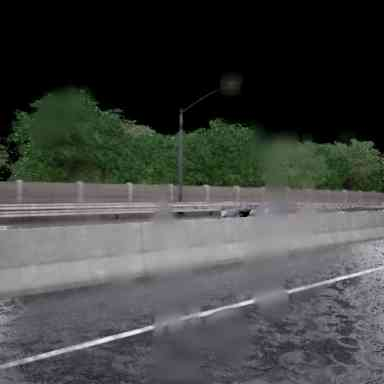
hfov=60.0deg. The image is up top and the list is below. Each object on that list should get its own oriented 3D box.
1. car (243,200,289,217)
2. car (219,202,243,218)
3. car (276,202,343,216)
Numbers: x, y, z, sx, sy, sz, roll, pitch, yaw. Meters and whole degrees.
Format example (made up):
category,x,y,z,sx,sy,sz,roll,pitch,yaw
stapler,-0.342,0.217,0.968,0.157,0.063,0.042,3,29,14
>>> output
category,x,y,z,sx,sy,sz,roll,pitch,yaw
car,6.587,1.508,25.879,4.553,1.767,2.097,1,0,-35
car,4.548,1.647,28.723,4.902,1.511,2.128,1,0,-35
car,8.366,1.630,22.849,5.008,1.535,1.882,1,0,-35
